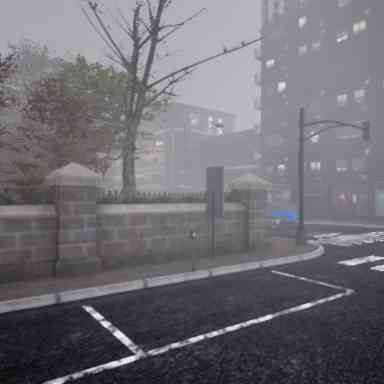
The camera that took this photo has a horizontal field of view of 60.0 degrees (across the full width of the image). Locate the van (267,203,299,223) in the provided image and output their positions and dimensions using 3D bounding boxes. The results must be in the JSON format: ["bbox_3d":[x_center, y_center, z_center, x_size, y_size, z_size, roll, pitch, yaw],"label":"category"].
[{"bbox_3d":[7.941,1.922,30.778,1.690,1.788,3.998,-1,-1,-36],"label":"van"}]

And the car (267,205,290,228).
[{"bbox_3d":[4.641,1.988,25.497,2.128,1.511,4.902,1,-1,-36],"label":"car"}]
